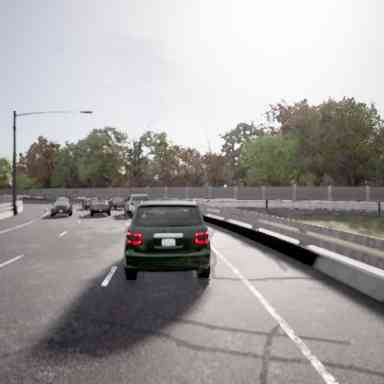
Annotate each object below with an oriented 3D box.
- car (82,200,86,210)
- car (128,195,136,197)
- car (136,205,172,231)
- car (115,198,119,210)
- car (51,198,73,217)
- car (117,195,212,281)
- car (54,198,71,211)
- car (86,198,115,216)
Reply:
[{"bbox_3d":[-13.388,1.648,43.903,1.895,1.301,4.718,-1,0,-24],"label":"car"},{"bbox_3d":[-5.441,1.262,32.965,2.150,2.045,5.566,0,0,-17],"label":"car"},{"bbox_3d":[-2.585,1.627,21.713,1.895,1.301,4.718,0,0,-11],"label":"car"},{"bbox_3d":[-9.844,1.547,44.529,2.128,1.511,4.902,0,0,-24],"label":"car"},{"bbox_3d":[-12.579,1.570,32.270,1.812,1.442,4.674,0,0,-18],"label":"car"},{"bbox_3d":[-0.762,1.232,10.130,2.150,2.045,5.566,0,0,-5],"label":"car"},{"bbox_3d":[-16.809,1.562,43.001,1.837,1.490,4.892,0,0,-24],"label":"car"},{"bbox_3d":[-9.228,1.534,33.234,2.128,1.511,4.902,0,0,-18],"label":"car"}]
